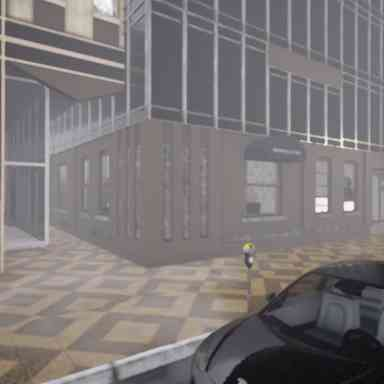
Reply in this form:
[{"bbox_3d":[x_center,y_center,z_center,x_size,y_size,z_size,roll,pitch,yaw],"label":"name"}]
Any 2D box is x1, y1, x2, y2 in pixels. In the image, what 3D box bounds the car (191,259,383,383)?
[{"bbox_3d":[2.017,1.580,3.865,4.313,1.339,1.947,0,0,-35],"label":"car"}]
